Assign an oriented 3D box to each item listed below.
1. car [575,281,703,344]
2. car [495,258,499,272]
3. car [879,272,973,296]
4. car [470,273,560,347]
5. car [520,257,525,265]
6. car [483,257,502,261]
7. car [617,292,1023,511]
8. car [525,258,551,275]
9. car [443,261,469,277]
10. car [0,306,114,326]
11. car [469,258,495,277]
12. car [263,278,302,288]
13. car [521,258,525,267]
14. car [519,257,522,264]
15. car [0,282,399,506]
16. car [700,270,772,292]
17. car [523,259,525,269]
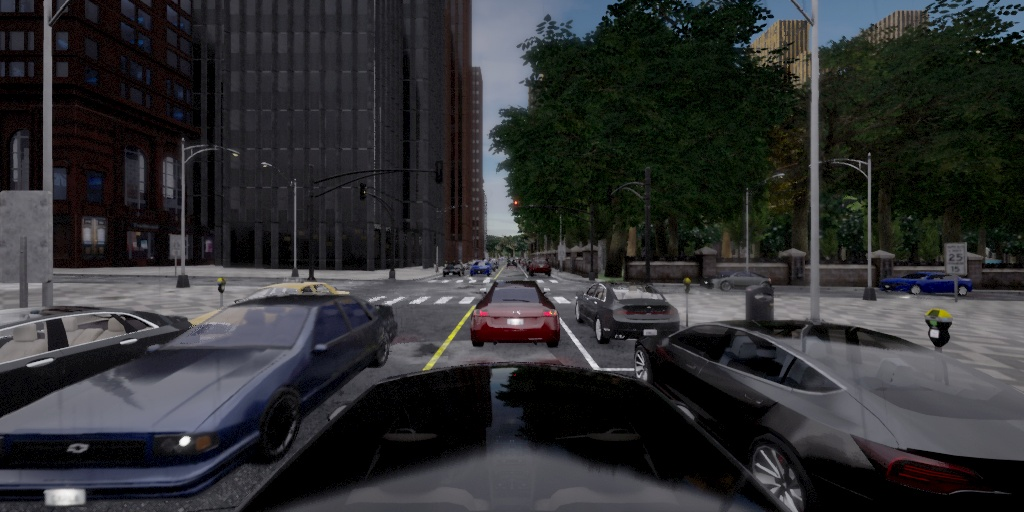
[{"bbox_3d":[2.763,1.301,9.349,2.007,1.370,4.403,0,0,0],"label":"car"},{"bbox_3d":[-3.093,1.338,46.584,1.994,1.385,4.181,0,0,0],"label":"car"},{"bbox_3d":[27.831,1.824,24.224,5.008,1.535,1.882,1,0,-1],"label":"car"},{"bbox_3d":[0.081,1.314,9.344,1.994,1.385,4.181,0,0,0],"label":"car"},{"bbox_3d":[2.760,1.337,57.839,2.007,1.370,4.403,0,0,0],"label":"car"},{"bbox_3d":[-3.086,1.277,56.630,2.128,1.511,4.902,0,0,0],"label":"car"},{"bbox_3d":[2.763,1.316,3.836,1.948,1.339,4.313,0,0,0],"label":"car"},{"bbox_3d":[2.761,1.077,36.014,2.192,1.841,5.009,0,0,0],"label":"car"},{"bbox_3d":[-5.764,1.328,36.004,1.948,1.339,4.313,0,0,0],"label":"car"},{"bbox_3d":[-5.762,1.300,3.827,2.007,1.370,4.403,0,0,0],"label":"car"},{"bbox_3d":[-3.093,1.240,36.619,1.882,1.535,5.008,0,0,0],"label":"car"},{"bbox_3d":[-5.763,1.276,9.170,1.751,1.417,4.829,0,0,0],"label":"car"},{"bbox_3d":[2.760,1.331,52.383,2.007,1.370,4.403,0,0,0],"label":"car"},{"bbox_3d":[2.760,1.233,63.296,1.967,1.591,4.097,0,0,0],"label":"car"},{"bbox_3d":[-3.190,1.298,5.166,2.033,1.411,5.357,0,0,-1],"label":"car"},{"bbox_3d":[15.046,1.647,24.172,4.181,1.385,1.994,1,0,-2],"label":"car"},{"bbox_3d":[2.761,1.340,46.926,1.948,1.339,4.313,0,0,0],"label":"car"}]
